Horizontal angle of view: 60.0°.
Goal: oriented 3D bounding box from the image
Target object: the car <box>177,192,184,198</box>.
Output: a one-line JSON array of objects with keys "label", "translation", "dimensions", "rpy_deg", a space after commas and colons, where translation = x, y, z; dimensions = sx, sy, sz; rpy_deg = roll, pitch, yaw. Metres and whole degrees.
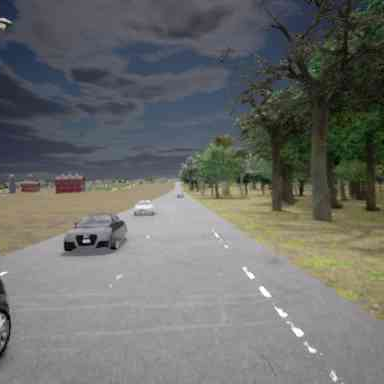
[{"label": "car", "translation": [-3.178, 0.989, 91.614], "dimensions": [2.033, 1.411, 5.357], "rpy_deg": [-1, 1, -2]}]

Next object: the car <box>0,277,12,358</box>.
[{"label": "car", "translation": [-3.619, 1.442, 2.894], "dimensions": [2.097, 1.767, 4.553], "rpy_deg": [-1, 0, -2]}]

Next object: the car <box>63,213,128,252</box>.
[{"label": "car", "translation": [-4.023, 1.645, 14.444], "dimensions": [1.994, 1.385, 4.181], "rpy_deg": [-1, 0, -2]}]

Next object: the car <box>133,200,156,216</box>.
[{"label": "car", "translation": [-4.641, 1.548, 33.127], "dimensions": [1.812, 1.442, 4.674], "rpy_deg": [-1, 0, -1]}]
